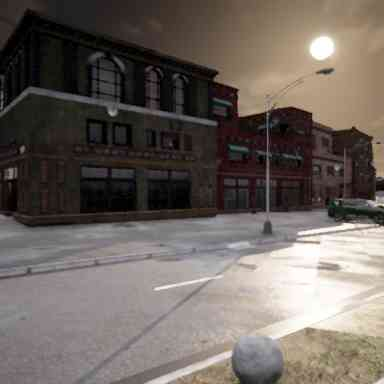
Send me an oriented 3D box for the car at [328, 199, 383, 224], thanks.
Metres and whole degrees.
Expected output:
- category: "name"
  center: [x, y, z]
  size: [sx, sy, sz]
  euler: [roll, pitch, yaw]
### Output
- category: "car"
  center: [14.621, 1.607, 28.683]
  size: [2.435, 2.045, 5.566]
  euler: [2, -2, -42]
